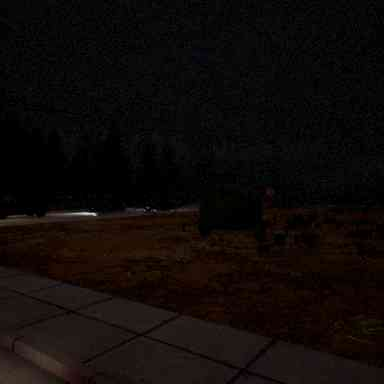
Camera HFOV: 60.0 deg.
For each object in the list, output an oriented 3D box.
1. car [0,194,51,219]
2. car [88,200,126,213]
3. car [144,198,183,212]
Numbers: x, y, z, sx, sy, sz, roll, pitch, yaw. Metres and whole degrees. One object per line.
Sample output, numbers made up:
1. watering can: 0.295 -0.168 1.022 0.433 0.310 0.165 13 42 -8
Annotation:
1. car: -15.468 1.248 29.695 2.150 2.045 5.566 0 0 36
2. car: -9.573 1.591 37.673 1.994 1.385 4.181 0 0 37
3. car: -3.579 1.531 39.573 1.837 1.490 4.892 0 0 36
